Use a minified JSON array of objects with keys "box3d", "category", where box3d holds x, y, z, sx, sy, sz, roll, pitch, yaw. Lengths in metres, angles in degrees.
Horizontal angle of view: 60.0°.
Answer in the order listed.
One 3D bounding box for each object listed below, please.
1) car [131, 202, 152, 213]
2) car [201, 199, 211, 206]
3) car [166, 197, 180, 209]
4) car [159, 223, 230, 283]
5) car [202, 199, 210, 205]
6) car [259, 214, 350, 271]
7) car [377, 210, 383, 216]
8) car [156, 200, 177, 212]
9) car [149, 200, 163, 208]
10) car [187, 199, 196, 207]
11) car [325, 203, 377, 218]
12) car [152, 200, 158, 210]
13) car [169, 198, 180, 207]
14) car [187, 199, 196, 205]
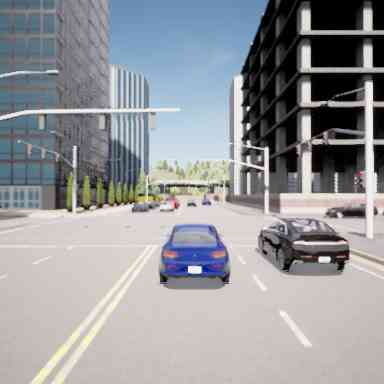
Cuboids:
[{"box3d":[-7.133,2.122,46.155,1.994,1.385,4.181,0,-1,0],"category":"car"},{"box3d":[3.440,2.438,75.833,1.812,1.442,4.674,0,-1,0],"category":"car"},{"box3d":[-3.621,1.924,58.057,2.150,2.045,5.566,0,-1,0],"category":"car"},{"box3d":[0.072,1.648,9.966,1.812,1.442,4.674,0,-1,0],"category":"car"},{"box3d":[3.432,2.509,84.908,1.837,1.490,4.892,0,-1,0],"category":"car"},{"box3d":[3.576,1.631,11.401,2.128,1.511,4.902,0,-1,0],"category":"car"},{"box3d":[19.800,1.518,29.048,5.566,2.045,2.150,0,-1,0],"category":"car"},{"box3d":[-3.634,2.185,48.278,1.895,1.301,4.718,0,-1,0],"category":"car"},{"box3d":[-7.070,2.340,65.544,2.033,1.411,5.357,0,-1,0],"category":"car"},{"box3d":[-0.043,2.448,70.479,1.895,1.301,4.718,0,-1,0],"category":"car"},{"box3d":[15.557,1.830,32.538,4.902,1.511,2.128,0,-1,0],"category":"car"},{"box3d":[-7.130,2.265,54.915,1.895,1.301,4.718,0,-1,0],"category":"car"},{"box3d":[-3.554,2.175,68.044,2.097,1.767,4.553,0,-1,0],"category":"car"},{"box3d":[-0.068,2.555,85.256,2.128,1.511,4.902,0,-1,0],"category":"car"}]
